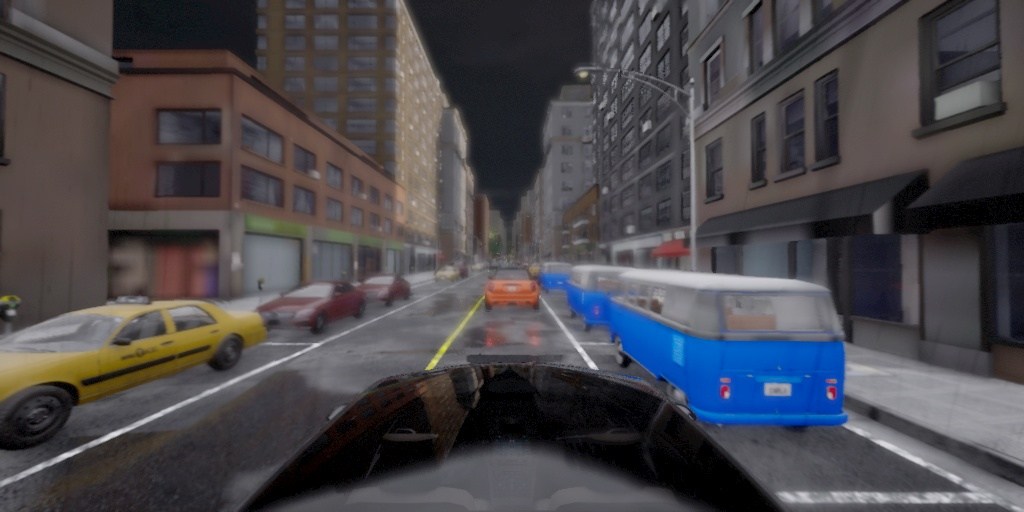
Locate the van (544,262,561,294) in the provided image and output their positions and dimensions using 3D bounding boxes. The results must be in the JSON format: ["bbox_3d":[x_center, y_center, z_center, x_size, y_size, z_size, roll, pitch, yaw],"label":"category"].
[{"bbox_3d":[2.672,1.295,21.936,1.690,1.789,3.998,0,0,0],"label":"van"}]

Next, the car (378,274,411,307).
[{"bbox_3d":[-5.859,1.480,16.420,1.802,1.307,4.207,0,0,0],"label":"car"}]

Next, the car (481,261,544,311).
[{"bbox_3d":[0.020,1.238,15.293,2.097,1.767,4.553,0,-1,0],"label":"car"}]

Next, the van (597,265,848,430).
[{"bbox_3d":[2.676,1.128,5.462,1.690,1.789,3.998,0,0,0],"label":"van"}]

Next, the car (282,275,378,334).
[{"bbox_3d":[-5.858,1.424,10.928,1.802,1.307,4.207,0,0,0],"label":"car"}]

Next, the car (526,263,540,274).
[{"bbox_3d":[3.136,1.793,53.493,1.837,1.490,4.892,0,-1,0],"label":"car"}]

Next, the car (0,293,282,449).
[{"bbox_3d":[-5.857,1.312,5.265,1.751,1.417,4.829,0,0,0],"label":"car"}]

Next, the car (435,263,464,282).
[{"bbox_3d":[-5.862,1.592,32.729,1.751,1.417,4.829,0,0,0],"label":"car"}]

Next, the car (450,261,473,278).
[{"bbox_3d":[-5.863,1.439,38.391,2.192,1.841,5.009,0,0,0],"label":"car"}]

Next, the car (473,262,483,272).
[{"bbox_3d":[-5.868,1.890,60.192,1.751,1.417,4.829,0,0,0],"label":"car"}]

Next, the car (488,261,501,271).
[{"bbox_3d":[-3.049,1.760,64.115,2.097,1.767,4.553,0,-1,1],"label":"car"}]

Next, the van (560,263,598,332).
[{"bbox_3d":[2.675,1.184,10.954,1.690,1.789,3.998,0,0,0],"label":"van"}]

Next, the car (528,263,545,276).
[{"bbox_3d":[3.142,1.671,46.685,1.801,1.575,5.366,0,-1,0],"label":"car"}]
